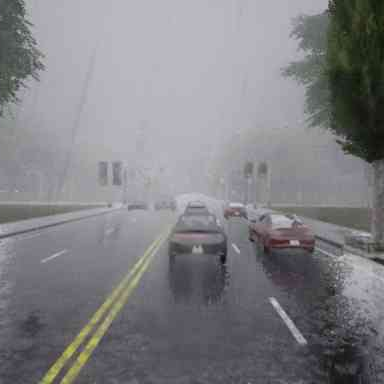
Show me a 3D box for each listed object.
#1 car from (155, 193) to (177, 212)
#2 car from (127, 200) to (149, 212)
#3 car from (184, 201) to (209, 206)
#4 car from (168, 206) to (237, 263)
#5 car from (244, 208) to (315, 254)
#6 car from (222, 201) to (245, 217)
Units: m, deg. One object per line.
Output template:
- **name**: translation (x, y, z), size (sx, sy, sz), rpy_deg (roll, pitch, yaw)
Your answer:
- **car**: translation (-2.945, 1.195, 38.323), size (2.150, 2.045, 5.566), rpy_deg (0, 0, 1)
- **car**: translation (-6.188, 1.561, 38.682), size (1.895, 1.301, 4.718), rpy_deg (0, 0, 1)
- **car**: translation (0.362, 1.480, 27.639), size (2.128, 1.511, 4.902), rpy_deg (0, 0, 1)
- **car**: translation (0.196, 1.486, 11.973), size (2.128, 1.511, 4.902), rpy_deg (0, 0, 1)
- **car**: translation (3.467, 1.535, 13.422), size (1.812, 1.442, 4.674), rpy_deg (0, 0, 1)
- **car**: translation (3.625, 1.529, 28.588), size (1.812, 1.442, 4.674), rpy_deg (0, 0, 1)
